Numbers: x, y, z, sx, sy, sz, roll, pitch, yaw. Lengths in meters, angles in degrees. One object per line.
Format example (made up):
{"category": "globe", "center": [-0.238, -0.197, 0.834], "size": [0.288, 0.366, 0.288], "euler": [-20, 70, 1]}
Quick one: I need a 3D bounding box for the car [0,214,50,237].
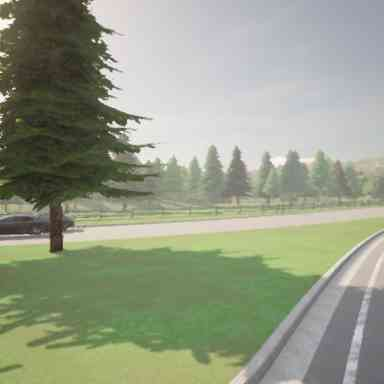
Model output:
{"category": "car", "center": [-12.214, 2.323, 22.705], "size": [4.892, 1.490, 1.837], "euler": [-1, -2, -24]}

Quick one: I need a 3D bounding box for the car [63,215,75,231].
{"category": "car", "center": [-11.820, 2.436, 26.691], "size": [4.674, 1.442, 1.812], "euler": [-1, -2, -24]}
